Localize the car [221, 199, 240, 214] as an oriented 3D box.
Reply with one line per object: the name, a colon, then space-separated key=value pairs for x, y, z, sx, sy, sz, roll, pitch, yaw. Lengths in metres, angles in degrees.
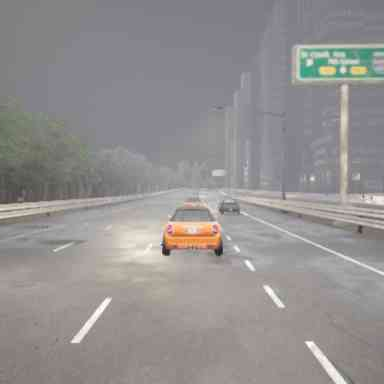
car: x=3.734 y=1.434 z=34.011 sx=2.128 sy=1.511 sz=4.902 roll=0 pitch=0 yaw=0

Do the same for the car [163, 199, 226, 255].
car: x=0.024 y=1.344 z=13.459 sx=2.097 sy=1.767 sz=4.553 roll=0 pitch=0 yaw=0

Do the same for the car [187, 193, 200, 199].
car: x=0.127 y=1.296 z=33.131 sx=2.097 sy=1.767 sz=4.553 roll=0 pitch=0 yaw=0
